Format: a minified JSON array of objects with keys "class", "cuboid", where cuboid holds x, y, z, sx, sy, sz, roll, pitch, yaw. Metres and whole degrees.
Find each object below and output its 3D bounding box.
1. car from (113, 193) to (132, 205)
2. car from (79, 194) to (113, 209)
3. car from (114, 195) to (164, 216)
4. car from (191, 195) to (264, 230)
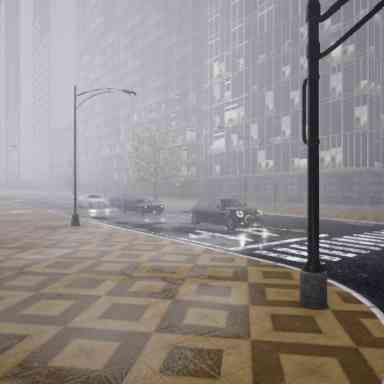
[{"class":"car","cuboid":[-7.772,0.858,37.142,1.882,1.535,5.008,0,1,-38]},{"class":"car","cuboid":[-10.455,0.911,34.992,1.812,1.442,4.674,0,1,-38]},{"class":"car","cuboid":[-4.212,1.171,27.044,1.895,1.301,4.718,0,1,-38]},{"class":"car","cuboid":[1.945,1.104,19.239,2.097,1.767,4.553,0,1,-38]}]
